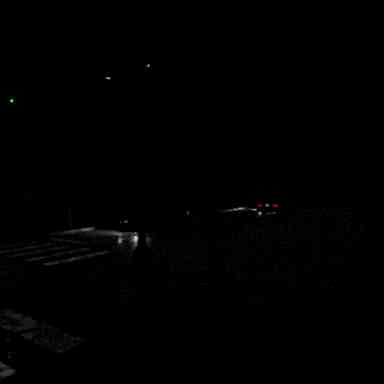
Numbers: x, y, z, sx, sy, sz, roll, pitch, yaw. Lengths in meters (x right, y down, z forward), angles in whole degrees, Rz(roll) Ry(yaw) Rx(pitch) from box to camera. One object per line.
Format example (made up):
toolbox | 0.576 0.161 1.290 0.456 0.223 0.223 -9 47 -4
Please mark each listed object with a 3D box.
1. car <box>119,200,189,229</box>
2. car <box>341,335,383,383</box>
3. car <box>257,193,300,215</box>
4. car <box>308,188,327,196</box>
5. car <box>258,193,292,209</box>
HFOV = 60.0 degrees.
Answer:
car | -2.090 1.251 19.621 1.837 1.490 4.892 -1 2 36
car | 2.983 1.298 0.837 5.009 1.841 2.192 -1 0 36
car | 7.136 1.017 27.122 2.033 1.411 5.357 -1 1 36
car | 17.932 0.122 47.251 1.812 1.442 4.674 -1 1 36
car | 8.666 0.869 34.540 1.812 1.442 4.674 -1 1 36
